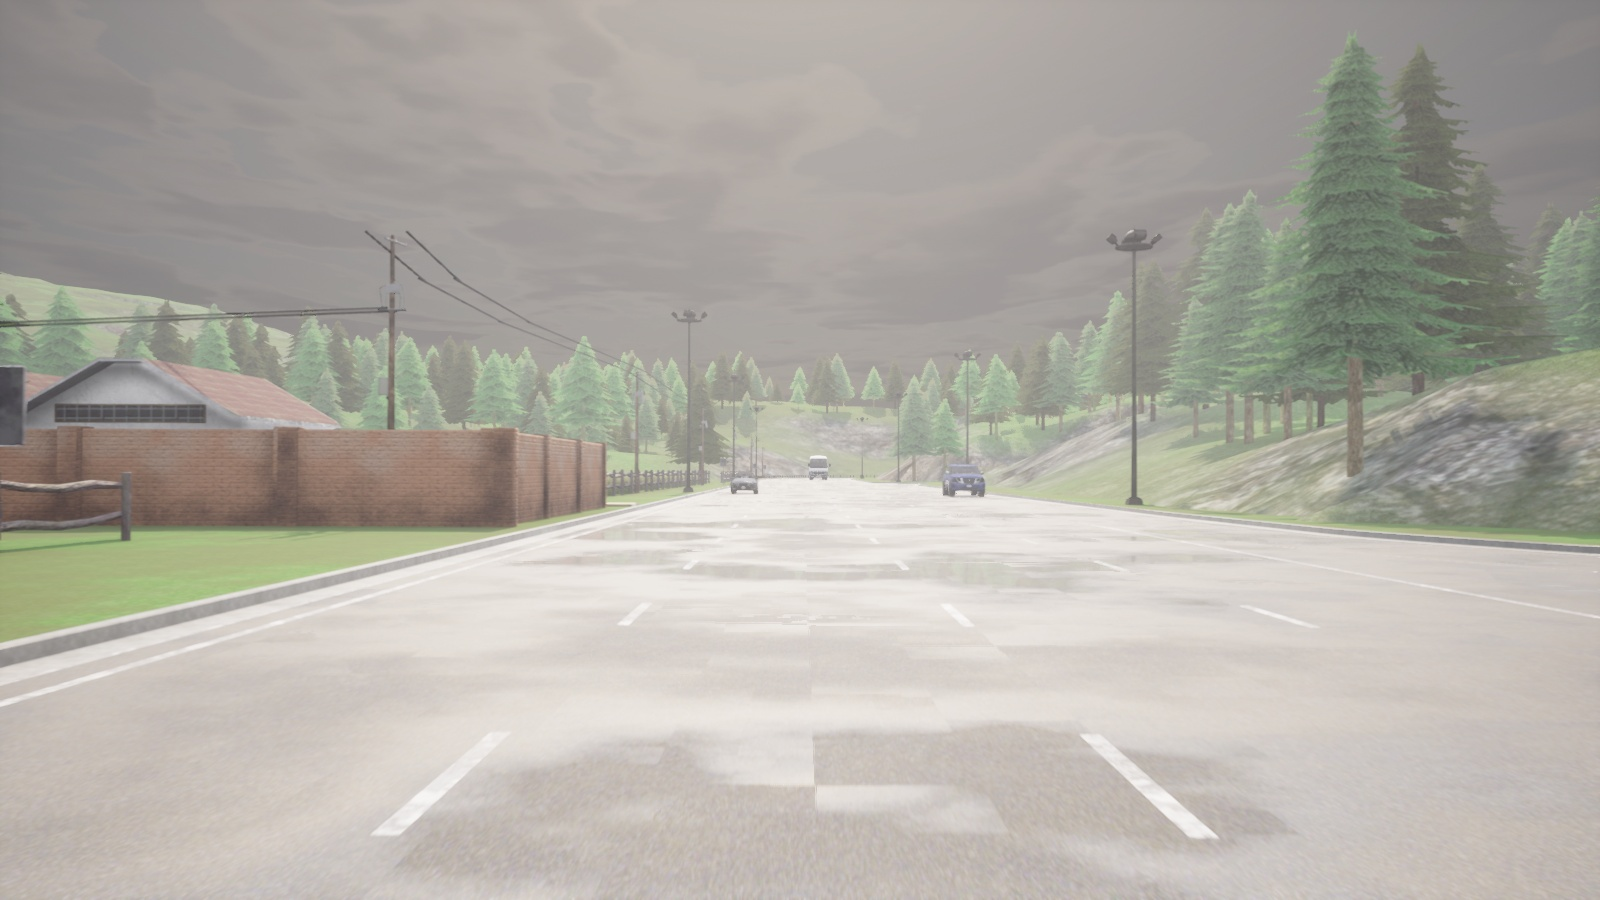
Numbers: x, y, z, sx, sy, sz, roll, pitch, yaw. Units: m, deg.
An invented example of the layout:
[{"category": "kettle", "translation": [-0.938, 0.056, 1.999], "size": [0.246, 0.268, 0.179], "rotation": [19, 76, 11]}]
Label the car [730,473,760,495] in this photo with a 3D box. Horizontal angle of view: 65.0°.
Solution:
[{"category": "car", "translation": [-3.691, 2.254, 84.287], "size": [1.816, 1.474, 4.193], "rotation": [0, -1, 0]}]

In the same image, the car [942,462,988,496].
[{"category": "car", "translation": [10.316, 1.817, 79.120], "size": [2.150, 2.045, 5.566], "rotation": [0, -1, 0]}]
